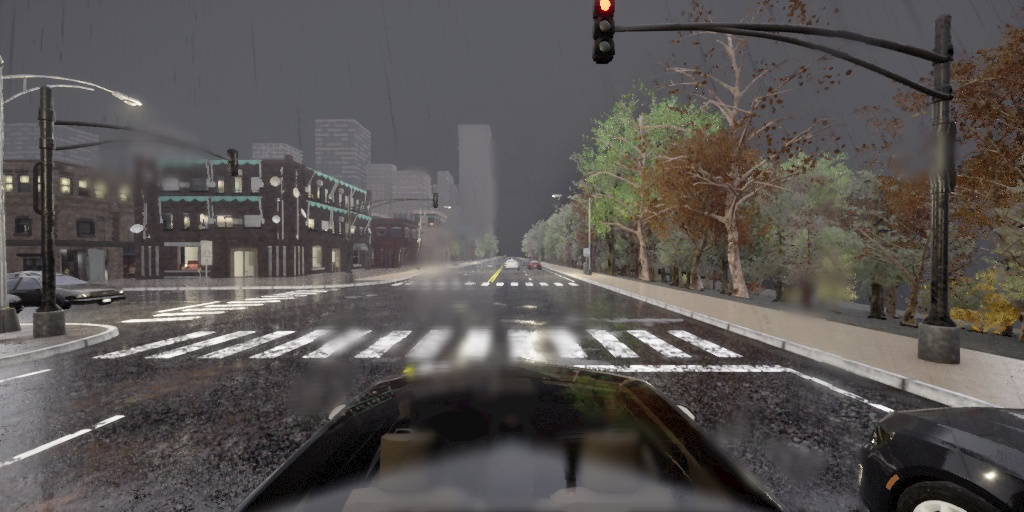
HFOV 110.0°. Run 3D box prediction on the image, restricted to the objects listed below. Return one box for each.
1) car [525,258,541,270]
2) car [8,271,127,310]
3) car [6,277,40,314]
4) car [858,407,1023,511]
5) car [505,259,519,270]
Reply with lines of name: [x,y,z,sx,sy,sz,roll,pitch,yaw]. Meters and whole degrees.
car: [3.246,1.257,52.853,1.812,1.442,4.674,0,0,0]
car: [-19.795,1.517,15.179,5.357,1.411,2.033,-1,1,0]
car: [-19.969,1.565,12.473,4.313,1.339,1.948,0,0,0]
car: [3.352,1.255,0.472,1.837,1.490,4.892,0,0,0]
car: [-0.002,1.257,52.006,1.812,1.442,4.674,0,0,0]
